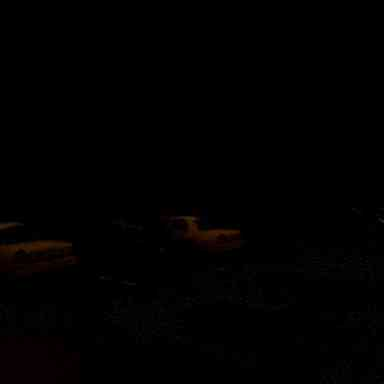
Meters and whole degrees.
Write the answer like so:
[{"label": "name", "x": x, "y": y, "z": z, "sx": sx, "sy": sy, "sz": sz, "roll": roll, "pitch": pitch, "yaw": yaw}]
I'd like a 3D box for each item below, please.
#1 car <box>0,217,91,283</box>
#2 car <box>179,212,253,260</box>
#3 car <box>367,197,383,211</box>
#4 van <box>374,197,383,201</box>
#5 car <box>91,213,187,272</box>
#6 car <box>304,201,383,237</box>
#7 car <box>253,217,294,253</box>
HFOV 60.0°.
[{"label": "car", "x": -5.457, "y": 1.498, "z": 9.405, "sx": 5.366, "sy": 1.575, "sz": 1.946, "roll": -1, "pitch": -1, "yaw": 35}, {"label": "car", "x": -0.641, "y": 1.568, "z": 12.842, "sx": 5.366, "sy": 1.575, "sz": 1.946, "roll": -1, "pitch": -1, "yaw": 35}, {"label": "car", "x": 30.161, "y": 1.891, "z": 53.901, "sx": 2.435, "sy": 2.045, "sz": 5.566, "roll": 0, "pitch": 0, "yaw": 36}, {"label": "van", "x": 16.271, "y": 1.589, "z": 24.850, "sx": 4.442, "sy": 1.987, "sz": 1.878, "roll": -1, "pitch": -1, "yaw": 34}, {"label": "car", "x": -2.889, "y": 1.534, "z": 11.028, "sx": 5.008, "sy": 1.535, "sz": 2.097, "roll": -1, "pitch": -1, "yaw": 34}, {"label": "car", "x": 9.122, "y": 1.585, "z": 19.644, "sx": 4.553, "sy": 1.767, "sz": 2.185, "roll": -1, "pitch": -2, "yaw": 35}, {"label": "car", "x": 1.950, "y": 1.634, "z": 14.455, "sx": 4.792, "sy": 1.488, "sz": 2.163, "roll": -1, "pitch": -1, "yaw": 34}]
